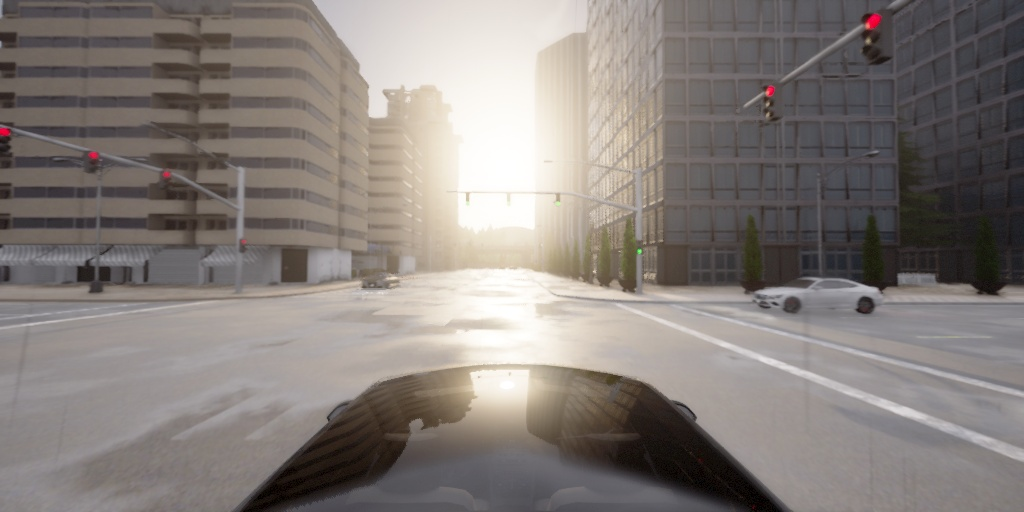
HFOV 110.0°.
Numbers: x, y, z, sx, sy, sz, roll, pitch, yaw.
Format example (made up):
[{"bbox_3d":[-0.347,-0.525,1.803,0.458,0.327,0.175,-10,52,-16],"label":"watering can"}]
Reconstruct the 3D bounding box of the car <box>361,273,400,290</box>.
[{"bbox_3d":[-10.493,2.028,28.910,1.994,1.385,4.181,0,-1,0],"label":"car"}]

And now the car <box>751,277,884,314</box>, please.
[{"bbox_3d":[12.716,1.611,15.081,4.674,1.442,1.812,0,-1,2],"label":"car"}]
